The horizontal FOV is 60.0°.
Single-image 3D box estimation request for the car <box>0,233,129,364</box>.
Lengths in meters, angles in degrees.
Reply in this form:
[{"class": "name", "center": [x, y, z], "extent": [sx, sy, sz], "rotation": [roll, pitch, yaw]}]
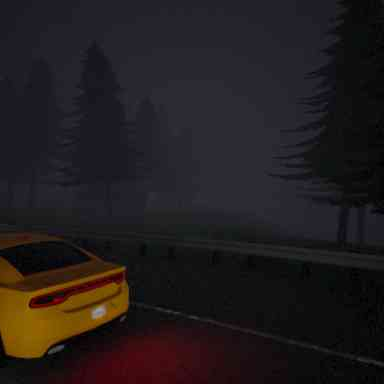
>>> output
[{"class": "car", "center": [-3.367, 1.458, 5.778], "extent": [5.008, 1.535, 1.882], "rotation": [0, 0, 31]}]
